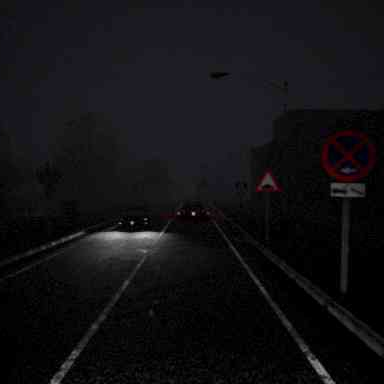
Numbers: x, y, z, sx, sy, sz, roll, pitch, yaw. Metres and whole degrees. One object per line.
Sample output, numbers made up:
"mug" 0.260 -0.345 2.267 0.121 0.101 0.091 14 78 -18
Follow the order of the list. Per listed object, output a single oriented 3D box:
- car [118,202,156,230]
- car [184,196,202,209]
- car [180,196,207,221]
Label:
"car" -3.339 1.456 20.965 1.837 1.490 4.892 0 0 0
"car" 0.112 1.250 41.392 2.033 1.411 5.357 0 1 0
"car" 0.106 1.360 25.738 1.994 1.385 4.181 0 5 0
